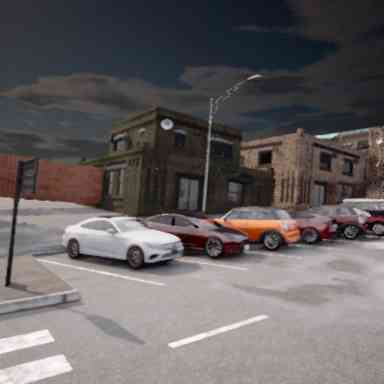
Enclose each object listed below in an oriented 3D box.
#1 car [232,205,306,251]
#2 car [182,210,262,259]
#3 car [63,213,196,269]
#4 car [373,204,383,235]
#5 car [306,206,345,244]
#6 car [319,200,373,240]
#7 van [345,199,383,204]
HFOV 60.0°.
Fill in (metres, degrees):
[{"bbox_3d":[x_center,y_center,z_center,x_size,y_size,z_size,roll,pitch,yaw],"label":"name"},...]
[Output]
[{"bbox_3d":[2.335,1.445,14.764,4.553,1.767,2.185,-1,-1,34],"label":"car"},{"bbox_3d":[-0.045,1.571,13.027,4.792,1.488,2.163,-1,-1,34],"label":"car"},{"bbox_3d":[-2.452,1.553,11.300,4.674,1.452,2.002,-1,-1,34],"label":"car"},{"bbox_3d":[9.458,1.658,20.003,5.008,1.535,2.097,-1,-1,34],"label":"car"},{"bbox_3d":[4.668,1.630,16.536,4.792,1.488,2.163,-1,-1,34],"label":"car"},{"bbox_3d":[7.101,1.503,18.242,4.553,1.767,2.185,-1,-1,34],"label":"car"},{"bbox_3d":[11.744,1.463,21.797,4.442,1.987,1.878,-1,-1,34],"label":"van"}]
